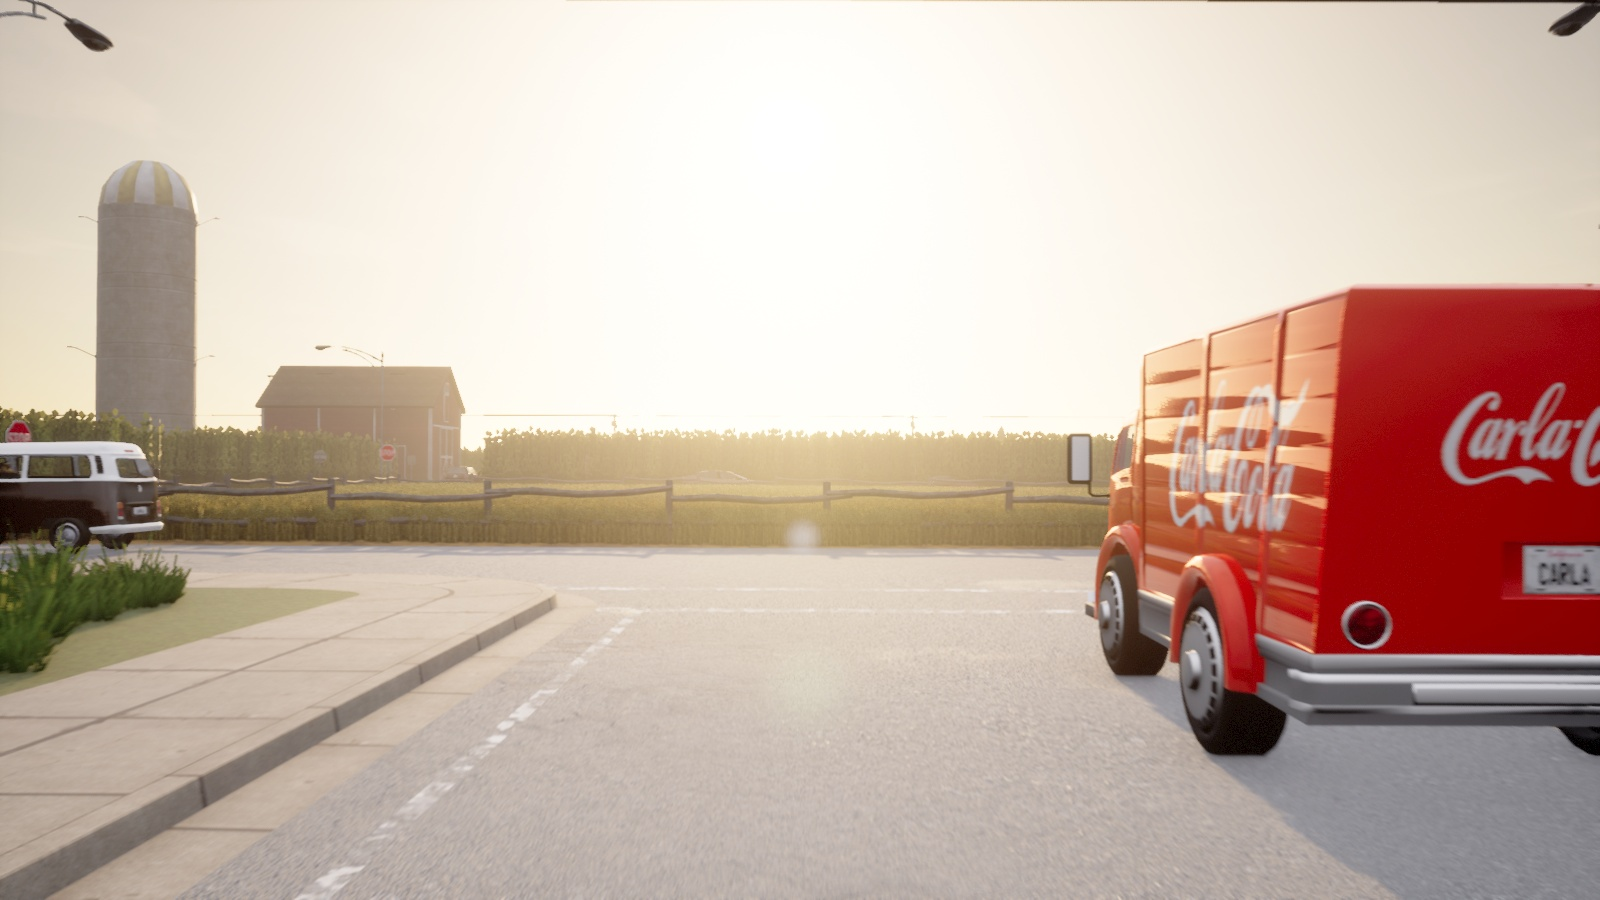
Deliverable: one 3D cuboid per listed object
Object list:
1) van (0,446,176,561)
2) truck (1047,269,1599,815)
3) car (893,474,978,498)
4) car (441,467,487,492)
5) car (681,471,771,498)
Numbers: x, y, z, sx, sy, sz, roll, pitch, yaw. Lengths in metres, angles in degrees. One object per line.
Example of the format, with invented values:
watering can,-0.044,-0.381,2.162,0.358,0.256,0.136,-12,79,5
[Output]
van,-14.397,0.986,23.442,4.480,2.038,2.069,0,-1,1
truck,3.469,0.453,8.294,2.627,2.467,5.204,0,-1,0
car,7.754,2.062,72.208,4.718,1.301,1.895,0,-1,1
car,-24.647,2.201,92.322,2.097,1.767,4.553,0,-2,1
car,-4.055,1.888,69.333,4.792,1.488,2.163,0,-1,1
